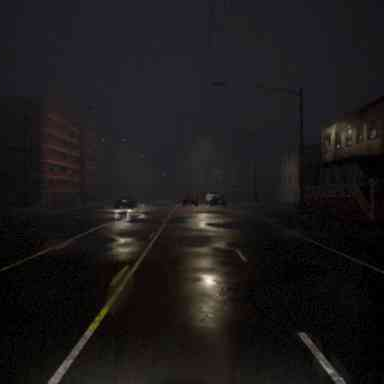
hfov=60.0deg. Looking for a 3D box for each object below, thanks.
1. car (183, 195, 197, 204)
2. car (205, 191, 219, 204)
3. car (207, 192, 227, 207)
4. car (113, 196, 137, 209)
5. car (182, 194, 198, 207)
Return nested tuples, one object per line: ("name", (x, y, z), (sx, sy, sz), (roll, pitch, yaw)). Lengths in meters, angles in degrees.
("car", (-0.286, 1.195, 51.513), (1.994, 1.385, 4.181), (0, -1, 0))
("car", (3.212, 0.839, 51.569), (2.150, 2.045, 5.566), (0, -1, 0))
("car", (3.270, 1.080, 41.523), (1.994, 1.385, 4.181), (0, 0, 0))
("car", (-7.277, 1.118, 36.744), (2.033, 1.411, 5.357), (0, 0, 0))
("car", (-0.228, 1.023, 41.085), (2.128, 1.511, 4.902), (0, 0, 0))
